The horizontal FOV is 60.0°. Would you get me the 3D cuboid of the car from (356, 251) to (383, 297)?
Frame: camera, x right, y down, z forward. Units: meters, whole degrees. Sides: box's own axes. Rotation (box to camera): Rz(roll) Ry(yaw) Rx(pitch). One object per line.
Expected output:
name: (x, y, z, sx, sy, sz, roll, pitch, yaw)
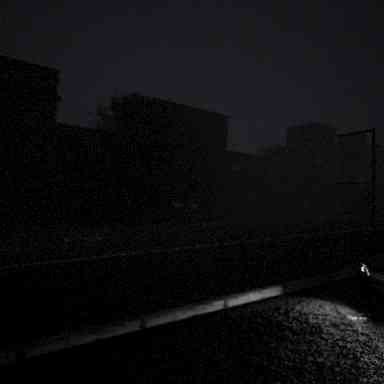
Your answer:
car: (5.685, 1.619, 7.629, 4.674, 1.442, 1.812, 1, -1, -35)
